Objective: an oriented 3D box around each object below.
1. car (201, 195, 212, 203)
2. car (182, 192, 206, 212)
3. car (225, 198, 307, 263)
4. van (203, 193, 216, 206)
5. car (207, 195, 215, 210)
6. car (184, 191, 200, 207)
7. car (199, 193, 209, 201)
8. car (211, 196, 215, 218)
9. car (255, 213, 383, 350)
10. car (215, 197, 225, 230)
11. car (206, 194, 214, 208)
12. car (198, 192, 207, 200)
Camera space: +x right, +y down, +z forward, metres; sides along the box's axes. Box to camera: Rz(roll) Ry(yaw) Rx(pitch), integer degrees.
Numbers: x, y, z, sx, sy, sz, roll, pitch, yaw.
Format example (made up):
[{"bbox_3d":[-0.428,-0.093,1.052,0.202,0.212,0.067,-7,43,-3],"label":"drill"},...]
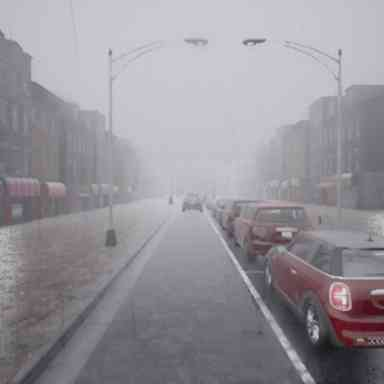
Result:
[{"bbox_3d":[2.555,1.269,60.210,1.802,1.307,4.206,-1,0,0],"label":"car"},{"bbox_3d":[0.059,1.147,35.204,2.097,1.767,4.553,0,0,0],"label":"car"},{"bbox_3d":[2.614,1.240,11.587,2.192,1.841,5.009,-1,0,0],"label":"car"},{"bbox_3d":[2.566,1.072,49.404,1.690,1.788,3.998,-1,0,0],"label":"van"},{"bbox_3d":[2.594,1.273,27.795,1.967,1.590,4.097,-1,0,0],"label":"car"},{"bbox_3d":[0.041,0.961,47.617,2.150,2.045,5.566,0,0,0],"label":"car"},{"bbox_3d":[2.540,1.088,71.014,1.967,1.590,4.097,-1,0,0],"label":"car"},{"bbox_3d":[2.601,1.302,22.393,1.967,1.590,4.097,-1,0,0],"label":"car"},{"bbox_3d":[2.622,1.399,6.186,1.967,1.590,4.097,-1,0,0],"label":"car"},{"bbox_3d":[2.607,1.208,16.990,2.192,1.841,5.009,-1,0,0],"label":"car"},{"bbox_3d":[2.582,1.304,38.770,1.752,1.417,4.829,-1,0,0],"label":"car"},{"bbox_3d":[2.525,0.929,81.819,2.192,1.841,5.009,-1,0,0],"label":"car"}]
